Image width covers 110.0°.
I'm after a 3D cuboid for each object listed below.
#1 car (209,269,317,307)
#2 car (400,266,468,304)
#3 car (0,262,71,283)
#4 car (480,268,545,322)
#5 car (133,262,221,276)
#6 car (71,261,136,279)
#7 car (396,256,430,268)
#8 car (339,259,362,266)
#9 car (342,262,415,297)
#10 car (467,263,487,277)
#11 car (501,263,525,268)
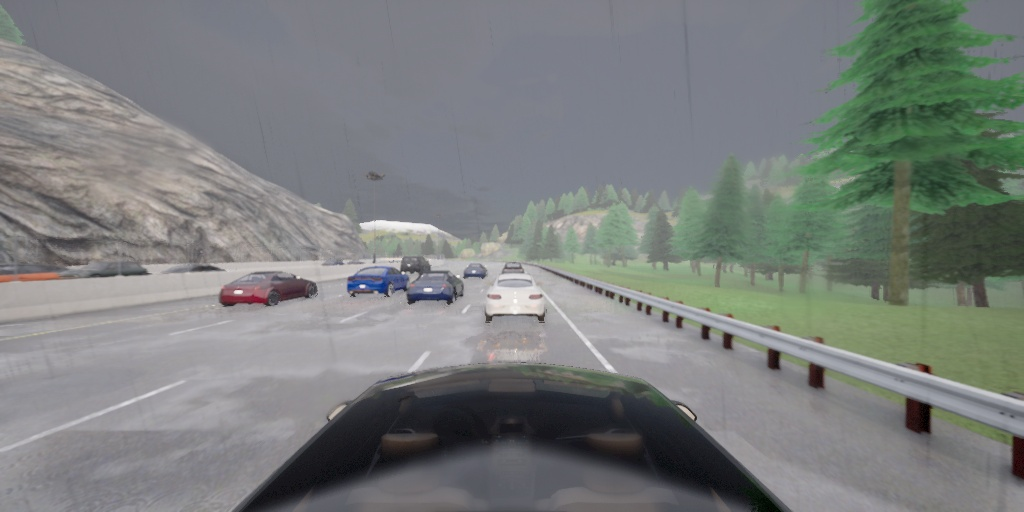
[{"bbox_3d":[-10.402,1.345,15.645,1.994,1.385,4.181,0,0,0],"label":"car"},{"bbox_3d":[-3.402,1.346,16.544,1.994,1.385,4.181,0,0,0],"label":"car"},{"bbox_3d":[-24.600,1.136,16.753,2.097,1.767,4.553,0,0,0],"label":"car"},{"bbox_3d":[0.090,1.299,12.223,1.812,1.442,4.674,0,0,0],"label":"car"},{"bbox_3d":[-21.100,1.303,23.424,1.837,1.490,4.892,0,0,0],"label":"car"},{"bbox_3d":[-28.097,1.153,24.790,2.097,1.767,4.553,0,0,0],"label":"car"},{"bbox_3d":[-10.403,1.052,38.915,2.150,2.045,5.566,0,0,0],"label":"car"},{"bbox_3d":[-24.546,1.469,55.881,1.895,1.301,4.718,0,0,1],"label":"car"},{"bbox_3d":[-6.902,1.265,19.024,1.882,1.535,5.008,0,0,0],"label":"car"},{"bbox_3d":[-3.402,1.384,33.968,1.994,1.385,4.181,0,0,0],"label":"car"},{"bbox_3d":[0.098,1.303,30.118,2.128,1.511,4.902,0,0,0],"label":"car"}]
